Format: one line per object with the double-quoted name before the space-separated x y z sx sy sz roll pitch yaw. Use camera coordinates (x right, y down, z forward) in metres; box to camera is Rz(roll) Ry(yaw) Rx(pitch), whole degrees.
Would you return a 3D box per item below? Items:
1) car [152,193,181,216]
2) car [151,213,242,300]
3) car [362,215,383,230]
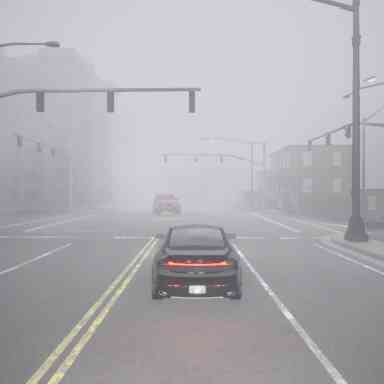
"car" -2.694 1.166 32.993 2.150 2.045 5.566 -1 0 -14
"car" 0.096 1.505 8.393 1.837 1.490 4.892 0 0 0
"car" 16.056 2.655 28.274 4.181 1.385 1.994 8 0 0
